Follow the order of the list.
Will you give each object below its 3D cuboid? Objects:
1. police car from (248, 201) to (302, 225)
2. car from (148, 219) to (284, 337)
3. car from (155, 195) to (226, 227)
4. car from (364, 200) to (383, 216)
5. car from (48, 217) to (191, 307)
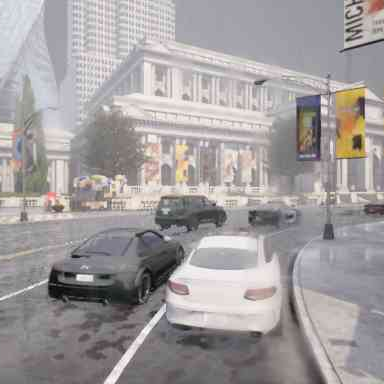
[{"bbox_3d":[5.632,1.426,21.943,1.930,1.638,5.238,0,0,39],"label":"police car"},{"bbox_3d":[0.836,1.525,6.696,1.812,1.442,4.674,0,0,13],"label":"car"},{"bbox_3d":[0.036,1.221,20.365,2.150,2.045,5.566,0,0,33],"label":"car"},{"bbox_3d":[18.409,1.482,31.371,5.008,1.535,1.882,0,0,-30],"label":"car"},{"bbox_3d":[-1.538,1.564,8.129,1.994,1.385,4.181,0,0,13],"label":"car"}]
